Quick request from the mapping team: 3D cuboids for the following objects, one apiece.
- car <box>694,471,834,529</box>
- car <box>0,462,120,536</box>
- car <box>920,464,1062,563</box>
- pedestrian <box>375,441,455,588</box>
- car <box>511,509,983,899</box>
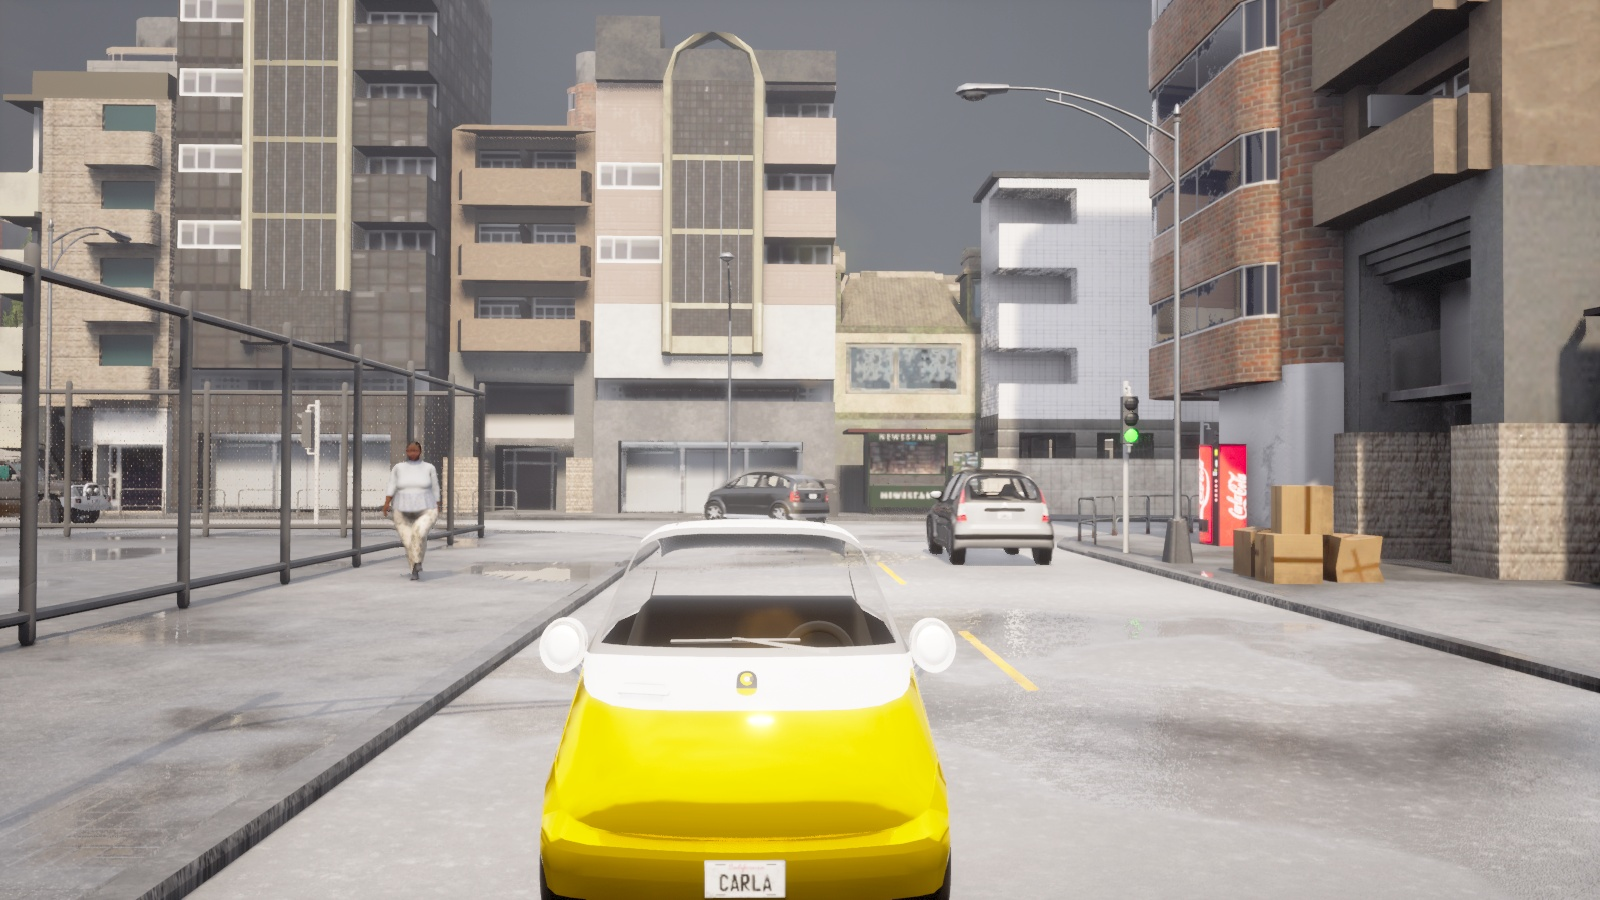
[{"bbox_3d":[-1.043,1.391,35.482,3.705,1.549,1.789,-1,-2,40],"label":"car"},{"bbox_3d":[-20.481,1.259,32.573,4.605,1.855,1.932,0,-1,-1],"label":"car"},{"bbox_3d":[3.340,1.080,22.724,1.851,1.617,3.988,0,-1,-1],"label":"car"},{"bbox_3d":[-4.981,0.817,16.293,0.874,1.855,0.900,0,-1,-9],"label":"pedestrian"},{"bbox_3d":[-0.190,0.955,5.061,1.481,1.376,2.207,0,-1,-1],"label":"car"}]
